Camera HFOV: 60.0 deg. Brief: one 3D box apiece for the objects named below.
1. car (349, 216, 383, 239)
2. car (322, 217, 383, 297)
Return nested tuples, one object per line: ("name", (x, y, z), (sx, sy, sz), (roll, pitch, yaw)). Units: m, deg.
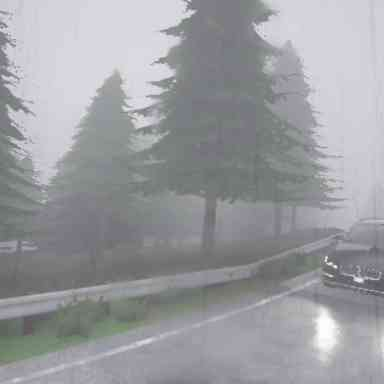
("car", (18.089, 3.716, 33.929), (2.150, 2.045, 5.566), (3, -8, 7))
("car", (4.901, 1.504, 8.348), (1.837, 1.490, 4.892), (2, 1, 42))
